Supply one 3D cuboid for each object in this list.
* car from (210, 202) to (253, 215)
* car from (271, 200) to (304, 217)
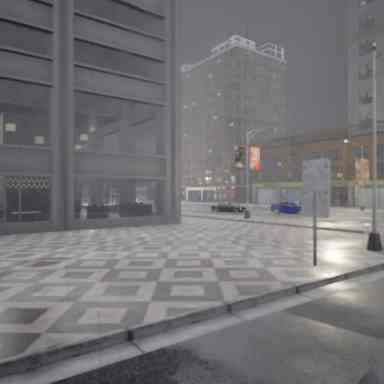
[{"bbox_3d":[4.082,1.665,34.678,1.895,1.301,4.718,0,0,-36],"label":"car"},{"bbox_3d":[9.918,1.518,32.149,1.882,1.535,5.008,0,0,-36],"label":"car"}]
